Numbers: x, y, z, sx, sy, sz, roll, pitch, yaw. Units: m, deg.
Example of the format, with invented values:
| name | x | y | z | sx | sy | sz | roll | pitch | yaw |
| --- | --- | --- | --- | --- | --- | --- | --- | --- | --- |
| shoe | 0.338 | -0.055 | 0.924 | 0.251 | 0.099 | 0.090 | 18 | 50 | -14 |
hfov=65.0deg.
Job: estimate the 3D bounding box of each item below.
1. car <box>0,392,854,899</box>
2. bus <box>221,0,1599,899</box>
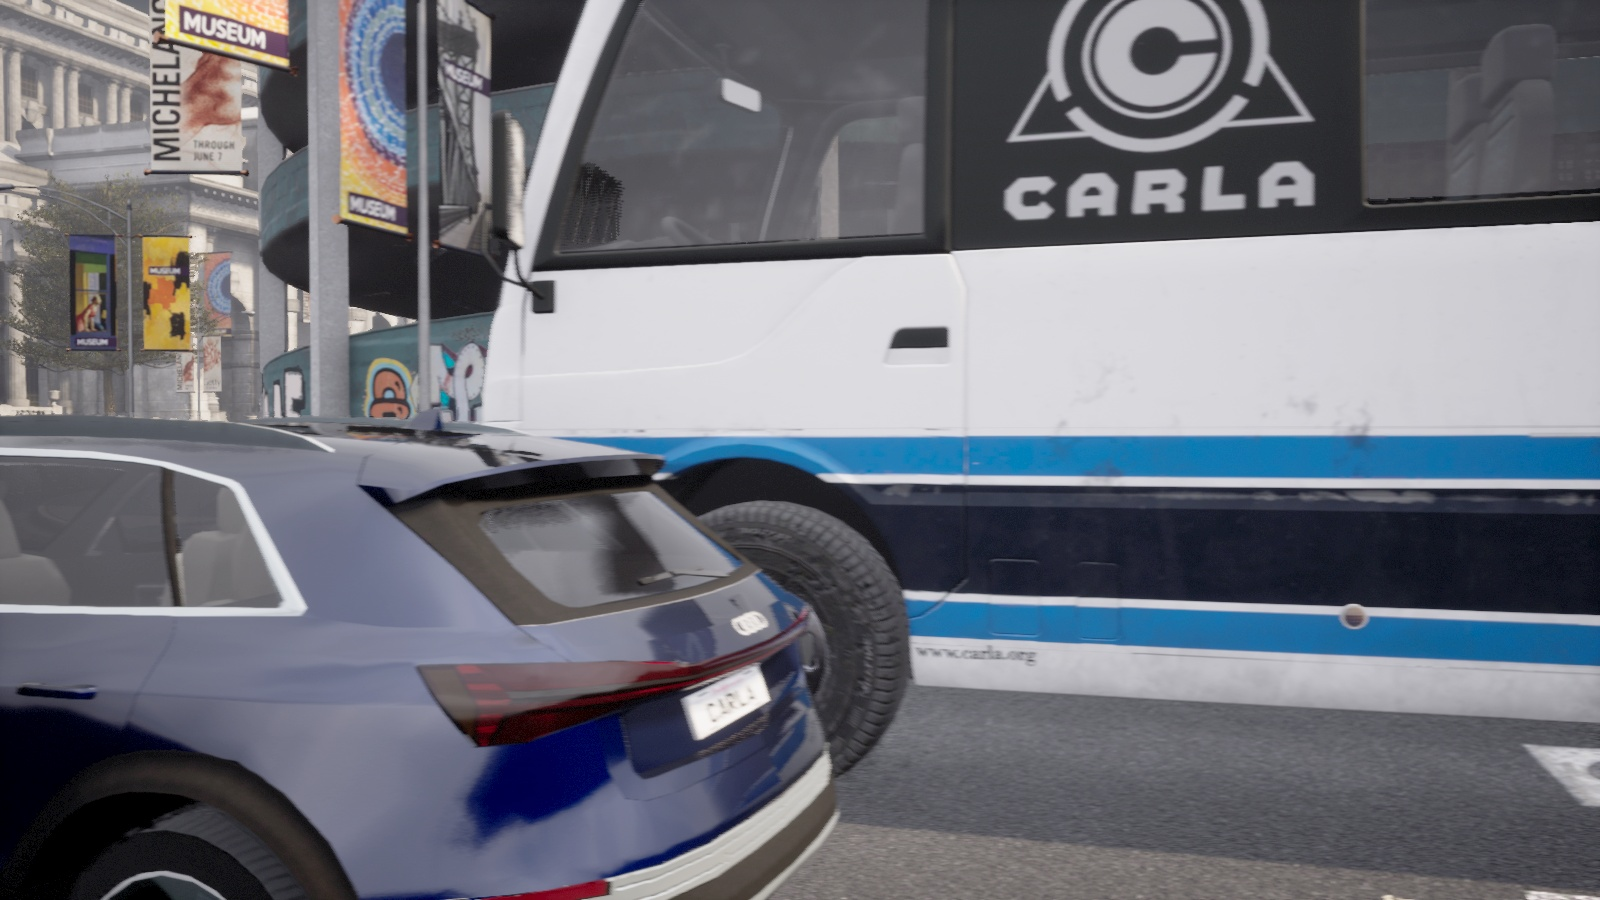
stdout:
| name | x | y | z | sx | sy | sz | roll | pitch | yaw |
| --- | --- | --- | --- | --- | --- | --- | --- | --- | --- |
| car | -2.453 | 0.684 | 4.043 | 4.856 | 1.649 | 2.033 | 1 | 1 | 20 |
| bus | 2.969 | -0.630 | 5.862 | 10.273 | 4.253 | 3.944 | 0 | 1 | 17 |
